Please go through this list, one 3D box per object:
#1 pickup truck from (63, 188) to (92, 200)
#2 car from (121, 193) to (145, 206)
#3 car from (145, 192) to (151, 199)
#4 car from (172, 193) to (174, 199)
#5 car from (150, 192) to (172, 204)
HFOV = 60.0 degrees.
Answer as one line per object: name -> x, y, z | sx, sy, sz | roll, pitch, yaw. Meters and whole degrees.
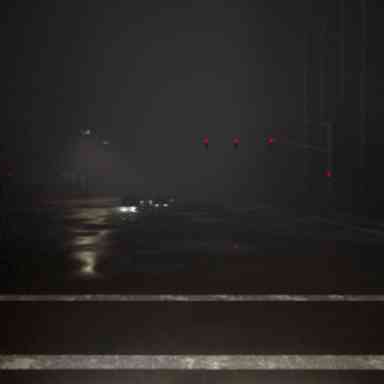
pickup truck -> -21.023, 0.284, 60.491 | 2.390, 2.098, 6.274 | 0, 1, 30
car -> -7.686, 0.957, 42.026 | 2.128, 1.511, 4.902 | 0, 1, -1
car -> -7.941, 0.763, 59.606 | 1.812, 1.442, 4.674 | 0, 1, 0
car -> -4.471, 0.714, 65.337 | 2.033, 1.411, 5.357 | 0, 1, 0
car -> -4.343, 0.935, 47.854 | 2.033, 1.411, 5.357 | 0, 1, -1
